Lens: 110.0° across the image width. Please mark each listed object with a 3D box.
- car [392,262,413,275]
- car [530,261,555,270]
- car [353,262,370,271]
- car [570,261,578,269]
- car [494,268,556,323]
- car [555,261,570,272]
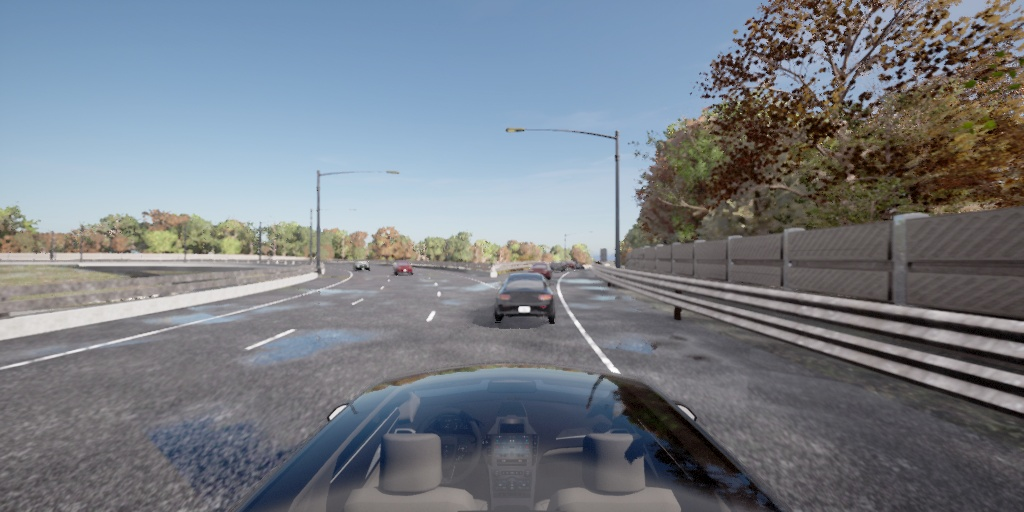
[{"bbox_3d":[-12.301,1.364,40.326,1.812,1.442,4.674,0,0,-23],"label":"car"},{"bbox_3d":[2.503,1.342,31.222,1.812,1.442,4.674,0,0,9],"label":"car"},{"bbox_3d":[-21.359,1.464,50.743,1.895,1.301,4.718,0,0,-29],"label":"car"},{"bbox_3d":[9.975,1.605,62.368,1.812,1.442,4.674,0,-2,15],"label":"car"},{"bbox_3d":[0.463,1.299,12.142,1.812,1.442,4.674,0,0,3],"label":"car"},{"bbox_3d":[6.087,1.344,47.375,2.128,1.511,4.902,0,0,14],"label":"car"}]
